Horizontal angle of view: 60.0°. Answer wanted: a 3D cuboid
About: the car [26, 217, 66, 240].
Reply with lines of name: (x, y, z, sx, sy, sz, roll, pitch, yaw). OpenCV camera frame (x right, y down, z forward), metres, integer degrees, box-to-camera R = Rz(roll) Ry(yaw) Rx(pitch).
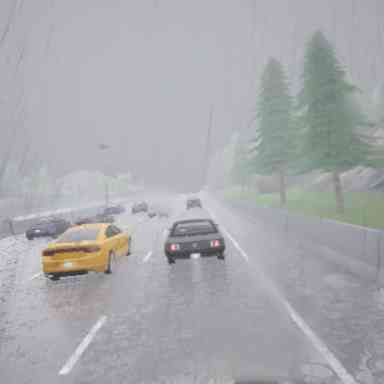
car: (-10.291, 2.563, 24.254, 1.994, 1.385, 4.181, -5, 0, 0)

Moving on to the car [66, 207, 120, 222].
car: (-6.815, 2.188, 23.551, 1.837, 1.490, 4.892, -5, 1, 0)

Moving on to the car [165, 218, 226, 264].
car: (0.103, 1.649, 12.305, 1.895, 1.301, 4.718, -5, 0, 0)

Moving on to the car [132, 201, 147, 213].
car: (-6.719, 2.005, 44.050, 2.128, 1.511, 4.902, -5, 1, 0)

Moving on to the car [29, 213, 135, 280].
car: (-3.397, 1.846, 11.629, 1.882, 1.535, 5.008, -5, 0, 0)

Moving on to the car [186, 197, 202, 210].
car: (0.250, 1.385, 43.358, 1.837, 1.490, 4.892, -5, 1, 0)

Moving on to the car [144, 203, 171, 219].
car: (-3.269, 1.897, 34.004, 1.895, 1.301, 4.718, -5, 0, 0)

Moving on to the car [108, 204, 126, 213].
car: (-10.204, 2.308, 44.349, 1.882, 1.535, 5.008, -5, 1, 0)
